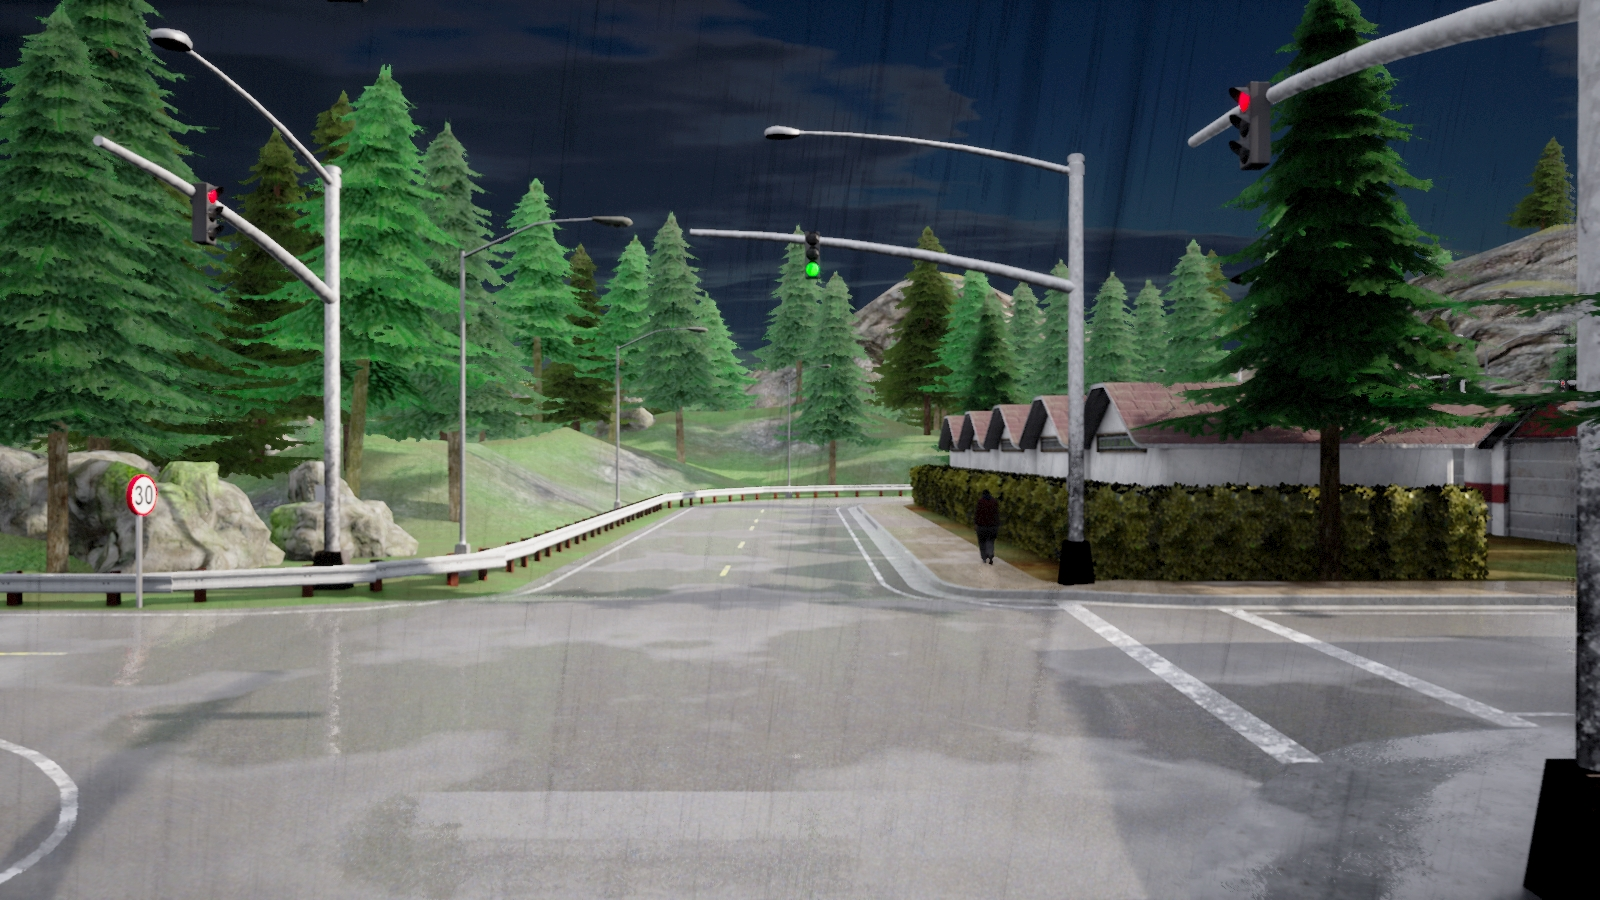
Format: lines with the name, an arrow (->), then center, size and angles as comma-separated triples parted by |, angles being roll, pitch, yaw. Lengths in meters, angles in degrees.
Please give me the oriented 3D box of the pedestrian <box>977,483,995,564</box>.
pedestrian -> 4.347, 1.711, 26.698 | 0.375, 1.860, 0.375 | 0, 0, 0
